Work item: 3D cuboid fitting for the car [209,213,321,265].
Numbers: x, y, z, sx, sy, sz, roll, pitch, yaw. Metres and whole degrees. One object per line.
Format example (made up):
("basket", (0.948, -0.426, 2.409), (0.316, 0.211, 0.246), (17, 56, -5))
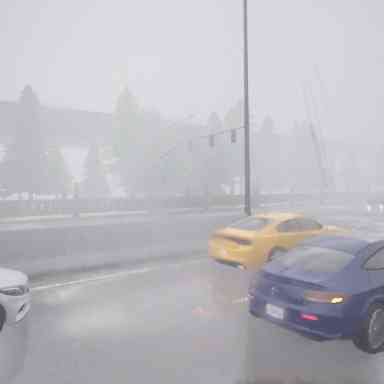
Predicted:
("car", (2.809, 1.367, 10.076), (5.008, 1.535, 1.882), (-1, 1, -35))

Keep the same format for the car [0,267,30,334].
("car", (-4.833, 1.522, 4.605), (4.674, 1.442, 1.812), (0, 0, -36))

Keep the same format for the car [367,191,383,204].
("car", (24.661, 0.612, 43.066), (4.553, 1.767, 2.097), (-1, 1, -35))

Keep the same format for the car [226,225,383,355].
("car", (3.033, 1.451, 5.949), (4.674, 1.442, 1.812), (-1, 1, -35))
